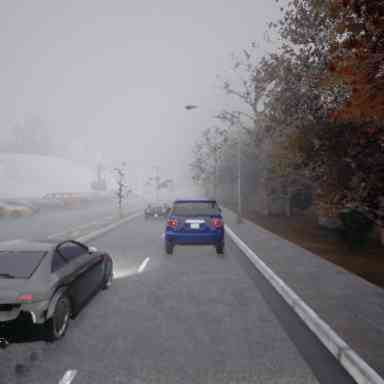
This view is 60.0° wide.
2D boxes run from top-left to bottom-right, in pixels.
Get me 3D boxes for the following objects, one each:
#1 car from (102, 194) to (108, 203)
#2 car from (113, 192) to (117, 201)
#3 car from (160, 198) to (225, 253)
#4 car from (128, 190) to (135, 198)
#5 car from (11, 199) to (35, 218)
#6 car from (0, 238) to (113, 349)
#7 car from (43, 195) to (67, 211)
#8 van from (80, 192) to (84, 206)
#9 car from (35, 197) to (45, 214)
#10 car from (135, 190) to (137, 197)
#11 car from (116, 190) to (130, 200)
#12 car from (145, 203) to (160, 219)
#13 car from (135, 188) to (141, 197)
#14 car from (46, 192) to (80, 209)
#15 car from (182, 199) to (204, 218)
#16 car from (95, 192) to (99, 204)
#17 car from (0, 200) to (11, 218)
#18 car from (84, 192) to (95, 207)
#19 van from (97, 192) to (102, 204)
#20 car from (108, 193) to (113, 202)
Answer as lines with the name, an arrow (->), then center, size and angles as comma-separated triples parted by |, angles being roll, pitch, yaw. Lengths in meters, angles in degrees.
car -> -16.811, 1.038, 55.227 | 4.553, 1.767, 2.185 | -1, 1, -20
car -> -16.808, 1.115, 61.220 | 4.792, 1.488, 2.163 | -1, 1, -20
car -> 0.103, 1.236, 13.928 | 2.150, 2.045, 5.566 | 0, 0, 0
car -> -16.989, 0.848, 79.148 | 5.366, 1.575, 1.946 | -1, 1, -20
car -> -16.690, 1.465, 28.435 | 5.366, 1.575, 1.946 | -1, 0, -20
car -> -2.908, 1.569, 6.461 | 1.994, 1.385, 4.181 | 0, 0, 0
car -> -16.851, 1.432, 37.320 | 4.674, 1.452, 2.002 | -1, 1, -20
van -> -16.744, 1.093, 43.331 | 4.442, 1.987, 1.878 | -1, 1, -20
car -> -16.832, 1.479, 31.363 | 4.792, 1.488, 2.163 | -1, 0, -20
car -> -16.819, 0.842, 82.221 | 4.674, 1.452, 2.002 | -1, 1, -20
car -> -16.797, 0.958, 73.225 | 4.792, 1.488, 2.163 | -1, 1, -20
car -> -2.893, 1.572, 29.085 | 1.895, 1.301, 4.718 | 0, 0, 0
car -> -16.790, 0.505, 85.235 | 5.566, 2.045, 2.435 | -1, 1, -20
car -> -16.881, 1.108, 40.288 | 5.566, 2.045, 2.435 | -1, 1, -20
car -> 0.108, 1.464, 30.781 | 1.837, 1.490, 4.892 | 0, 0, 0
car -> -16.838, 1.244, 49.255 | 4.892, 1.521, 2.231 | -1, 1, -20
car -> -16.891, 1.521, 25.366 | 4.792, 1.488, 2.163 | -1, 0, -20
car -> -16.825, 1.030, 46.283 | 5.566, 2.045, 2.435 | -1, 1, -20
van -> -16.953, 0.980, 52.191 | 4.442, 1.987, 1.878 | -1, 1, -20
car -> -16.831, 1.166, 58.202 | 4.674, 1.452, 2.002 | -1, 1, -20
